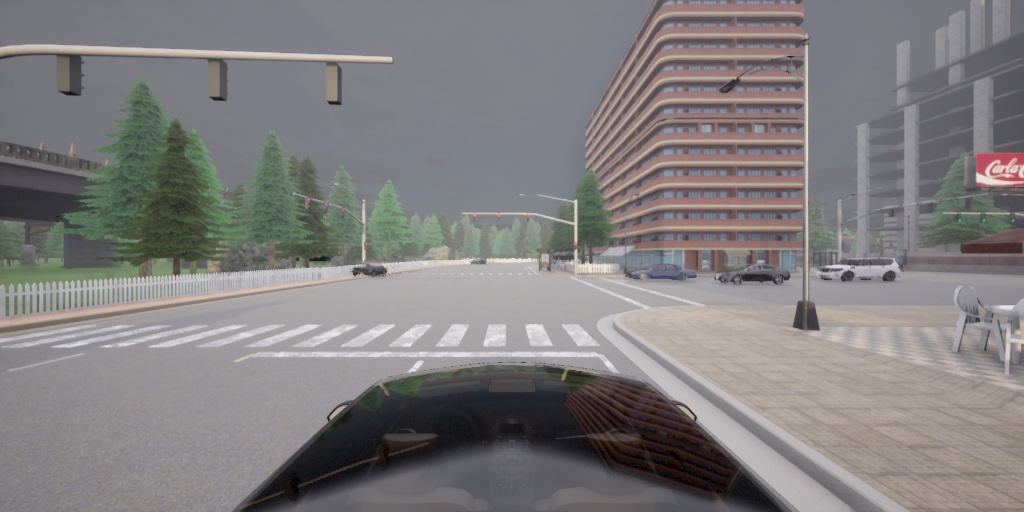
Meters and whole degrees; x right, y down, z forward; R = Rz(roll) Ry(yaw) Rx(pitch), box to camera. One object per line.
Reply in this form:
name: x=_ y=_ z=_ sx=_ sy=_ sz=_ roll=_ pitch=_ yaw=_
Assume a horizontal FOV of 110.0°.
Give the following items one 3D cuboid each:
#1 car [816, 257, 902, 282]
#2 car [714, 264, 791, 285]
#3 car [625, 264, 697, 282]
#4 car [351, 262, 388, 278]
car: x=28.259 y=1.126 z=29.283 sx=5.566 sy=2.045 sz=2.150 roll=0 pitch=0 yaw=0
car: x=17.313 y=1.291 z=25.940 sx=4.902 sy=1.511 sz=2.128 roll=0 pitch=0 yaw=1
car: x=12.221 y=1.345 z=29.523 sx=5.357 sy=1.411 sz=2.033 roll=0 pitch=0 yaw=2
car: x=-13.168 y=1.271 z=33.343 sx=1.895 sy=1.301 sz=4.718 roll=5 pitch=0 yaw=-3
